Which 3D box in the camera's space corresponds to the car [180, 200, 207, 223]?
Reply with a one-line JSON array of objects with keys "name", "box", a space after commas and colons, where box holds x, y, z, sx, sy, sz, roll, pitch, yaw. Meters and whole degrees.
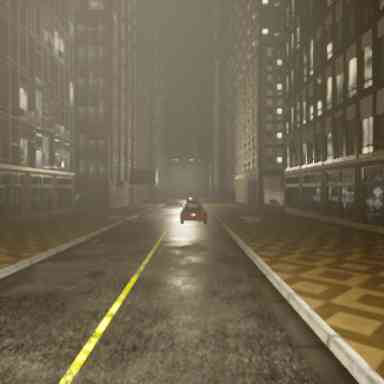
[{"name": "car", "box": [0.122, 1.562, 25.243, 1.994, 1.385, 4.181, 0, 0, 0]}]

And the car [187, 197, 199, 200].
[{"name": "car", "box": [0.147, 1.500, 49.592, 2.128, 1.511, 4.902, 0, 0, 0]}]
